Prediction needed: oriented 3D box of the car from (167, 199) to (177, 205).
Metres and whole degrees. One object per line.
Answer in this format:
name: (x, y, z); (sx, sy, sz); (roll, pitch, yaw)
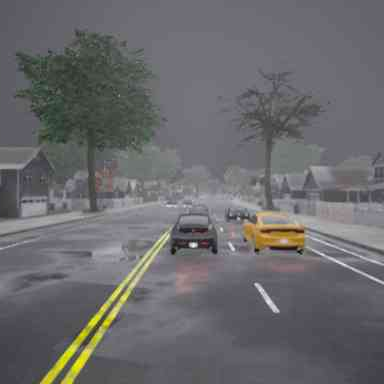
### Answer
car: (-4.209, 2.165, 71.192); (1.994, 1.385, 4.181); (0, 0, 2)

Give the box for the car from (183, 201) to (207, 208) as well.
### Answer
car: (0.590, 1.821, 28.905); (2.033, 1.411, 5.357); (0, 0, 2)

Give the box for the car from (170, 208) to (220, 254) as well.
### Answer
car: (0.106, 1.648, 14.268); (1.837, 1.490, 4.892); (0, 0, 1)

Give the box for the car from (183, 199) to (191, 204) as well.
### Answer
car: (-0.963, 2.152, 71.029); (2.033, 1.411, 5.357); (0, 0, 2)

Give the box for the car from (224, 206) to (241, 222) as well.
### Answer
car: (3.842, 1.875, 28.891); (1.895, 1.301, 4.718); (0, 0, 2)

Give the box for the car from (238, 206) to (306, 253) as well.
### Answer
car: (3.362, 1.619, 14.372); (1.882, 1.535, 5.008); (0, 0, 1)
